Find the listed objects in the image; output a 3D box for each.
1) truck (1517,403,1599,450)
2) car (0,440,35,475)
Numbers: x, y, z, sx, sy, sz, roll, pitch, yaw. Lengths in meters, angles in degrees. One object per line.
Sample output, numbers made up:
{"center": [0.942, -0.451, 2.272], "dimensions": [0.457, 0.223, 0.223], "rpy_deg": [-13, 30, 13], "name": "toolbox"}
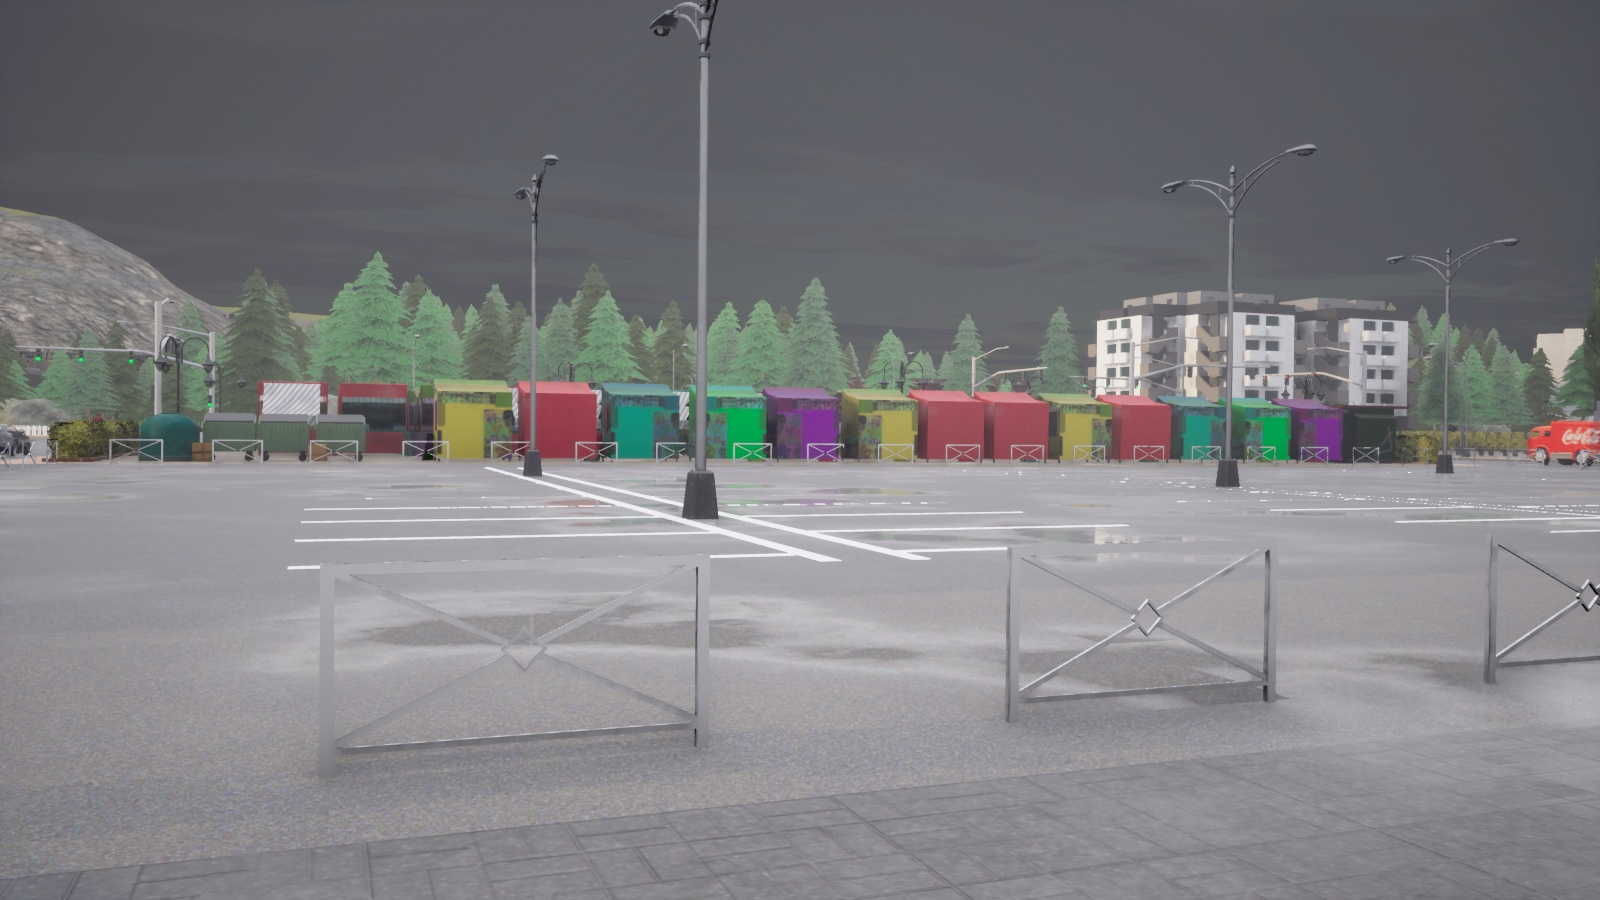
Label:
{"center": [42.292, -1.259, 68.412], "dimensions": [2.627, 2.467, 5.204], "rpy_deg": [-1, 1, -19], "name": "truck"}
{"center": [-33.867, 0.311, 52.957], "dimensions": [1.994, 1.385, 4.181], "rpy_deg": [-1, 1, -21], "name": "car"}
